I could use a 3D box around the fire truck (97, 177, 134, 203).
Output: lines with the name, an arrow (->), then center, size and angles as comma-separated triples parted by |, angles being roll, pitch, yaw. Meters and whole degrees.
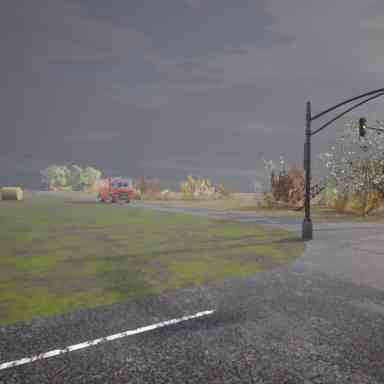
fire truck -> -11.714, -0.355, 50.067 | 2.891, 3.827, 8.468 | 1, 0, -32
